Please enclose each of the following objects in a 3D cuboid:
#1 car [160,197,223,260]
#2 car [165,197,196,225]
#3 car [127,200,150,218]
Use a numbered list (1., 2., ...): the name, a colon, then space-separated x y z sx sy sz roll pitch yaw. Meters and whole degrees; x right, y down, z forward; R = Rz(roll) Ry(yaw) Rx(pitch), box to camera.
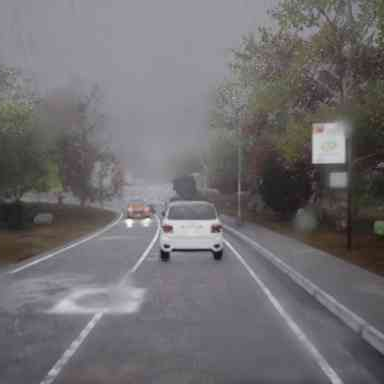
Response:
1. car: -0.047 1.345 13.165 2.150 2.045 5.566 0 0 -1
2. car: -1.089 1.466 28.333 2.150 2.045 5.566 -1 0 -7
3. car: -5.382 1.605 33.446 2.097 1.767 4.553 -1 1 -9
